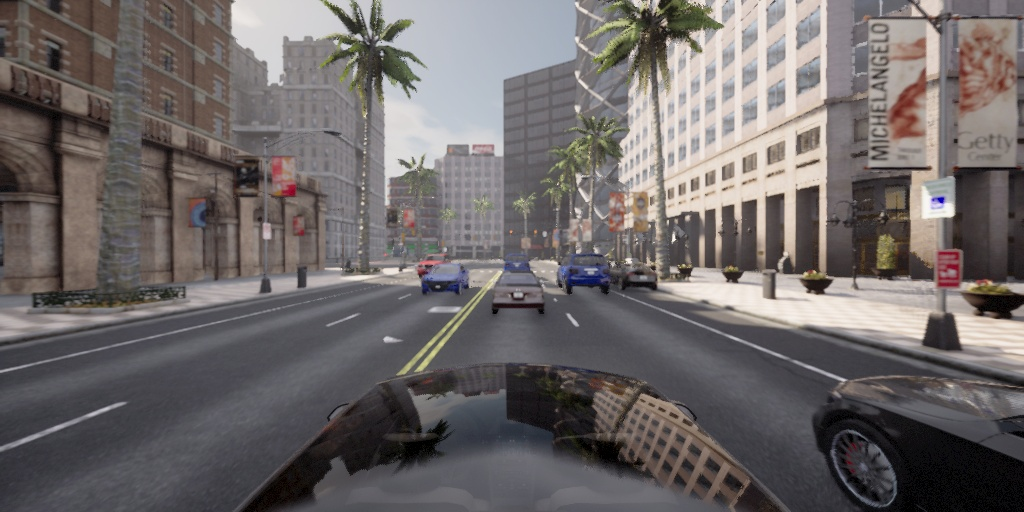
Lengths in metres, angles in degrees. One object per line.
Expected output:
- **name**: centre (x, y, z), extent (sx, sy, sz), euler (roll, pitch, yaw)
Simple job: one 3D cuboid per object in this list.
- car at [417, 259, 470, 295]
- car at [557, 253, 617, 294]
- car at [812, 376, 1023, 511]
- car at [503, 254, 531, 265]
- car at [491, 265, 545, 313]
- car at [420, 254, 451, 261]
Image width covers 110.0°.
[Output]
- **car**: centre (-3.400, 1.140, 19.104), extent (1.882, 1.535, 5.008), euler (0, 0, 1)
- **car**: centre (3.802, 0.880, 19.775), extent (2.150, 2.045, 5.566), euler (0, 0, 1)
- **car**: centre (3.611, 1.278, 1.244), extent (1.812, 1.442, 4.674), euler (0, 0, 0)
- **car**: centre (0.422, 0.825, 30.751), extent (2.150, 2.045, 5.566), euler (0, 0, 1)
- **car**: centre (0.226, 1.238, 13.589), extent (2.033, 1.411, 5.357), euler (0, 0, 1)
- **car**: centre (-6.701, 0.822, 31.774), extent (2.150, 2.045, 5.566), euler (0, 0, 1)
